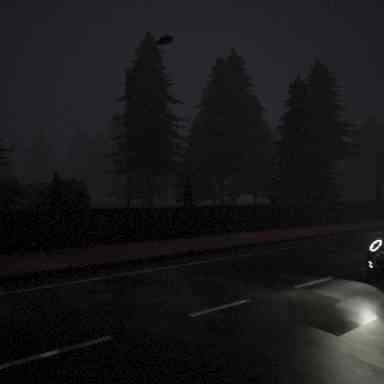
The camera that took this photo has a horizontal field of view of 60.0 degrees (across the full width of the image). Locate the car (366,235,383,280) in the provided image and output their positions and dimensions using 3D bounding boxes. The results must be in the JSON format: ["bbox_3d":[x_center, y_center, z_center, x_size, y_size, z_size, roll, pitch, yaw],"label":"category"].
[{"bbox_3d":[6.514,1.310,8.643,4.553,1.767,2.097,0,0,-36],"label":"car"}]
